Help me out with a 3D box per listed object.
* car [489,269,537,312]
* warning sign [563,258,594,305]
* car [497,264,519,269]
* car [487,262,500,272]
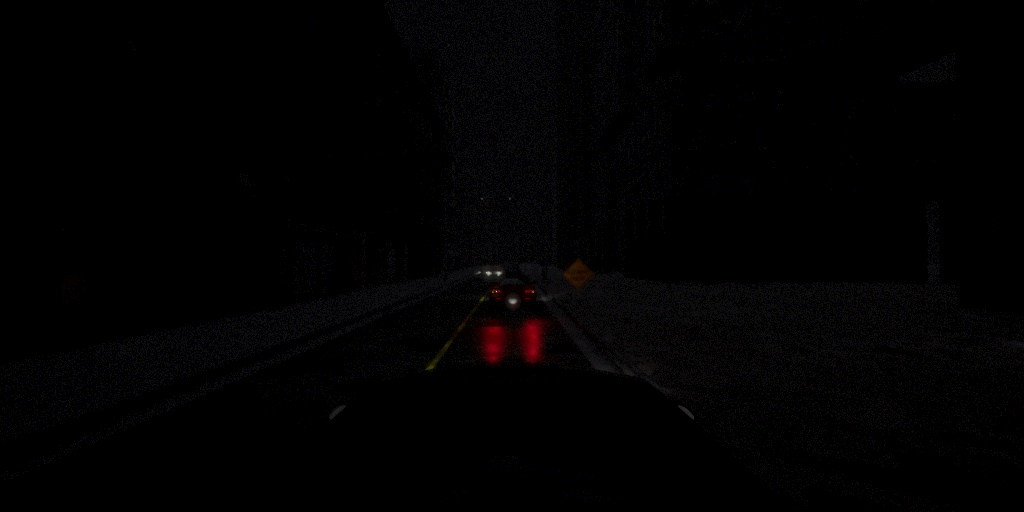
[{"bbox_3d":[0.049,1.429,14.907,1.812,1.442,4.674,0,0,0],"label":"car"},{"bbox_3d":[2.717,1.016,14.660,1.300,1.860,1.060,0,0,0],"label":"warning sign"},{"bbox_3d":[0.047,1.637,29.426,1.994,1.385,4.181,0,-1,0],"label":"car"},{"bbox_3d":[-3.050,1.777,59.848,2.097,1.767,4.553,0,-1,0],"label":"car"}]
